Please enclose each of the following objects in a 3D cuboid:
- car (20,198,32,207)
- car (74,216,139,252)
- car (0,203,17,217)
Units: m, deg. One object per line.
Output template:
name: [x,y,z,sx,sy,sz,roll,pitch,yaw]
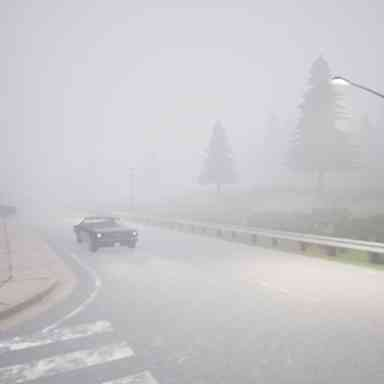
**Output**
car: [-36.335,2.255,72.652,2.150,2.045,5.566,0,-1,-29]
car: [-4.042,1.817,15.242,1.895,1.301,4.718,0,-1,-29]
car: [-23.491,2.107,39.160,5.008,1.535,1.882,0,-1,-20]
